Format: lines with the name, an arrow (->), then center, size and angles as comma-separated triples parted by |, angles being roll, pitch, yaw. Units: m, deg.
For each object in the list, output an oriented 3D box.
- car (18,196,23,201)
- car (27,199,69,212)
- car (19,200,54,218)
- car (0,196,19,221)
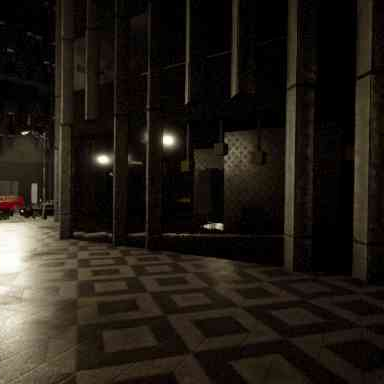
car -> -20.822, 1.354, 36.162 | 2.192, 1.841, 5.009 | 1, 0, 35
car -> -17.569, 1.635, 40.771 | 1.947, 1.339, 4.313 | 1, 0, 35
car -> -13.870, 1.743, 31.236 | 1.947, 1.339, 4.313 | 1, 0, 35
car -> -17.124, 1.463, 26.626 | 2.192, 1.841, 5.009 | 1, 0, 35
